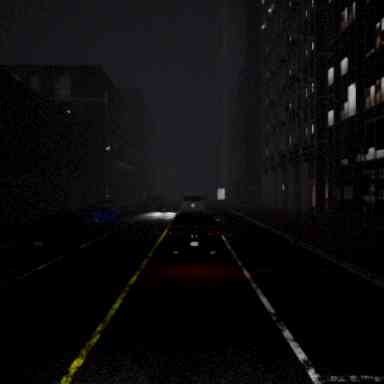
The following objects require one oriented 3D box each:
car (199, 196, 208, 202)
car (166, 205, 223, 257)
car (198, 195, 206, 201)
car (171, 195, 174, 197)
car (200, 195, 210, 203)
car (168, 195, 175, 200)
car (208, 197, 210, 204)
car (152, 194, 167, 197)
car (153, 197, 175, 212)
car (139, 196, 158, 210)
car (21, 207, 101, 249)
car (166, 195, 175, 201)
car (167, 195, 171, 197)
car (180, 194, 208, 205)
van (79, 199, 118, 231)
[{"bbox_3d":[2.689,1.548,76.667,2.008,1.369,4.403,0,0,0],"label":"car"},{"bbox_3d":[0.086,1.473,12.913,1.882,1.535,5.008,0,0,0],"label":"car"},{"bbox_3d":[2.690,1.569,87.964,1.947,1.339,4.313,0,0,0],"label":"car"},{"bbox_3d":[-5.691,1.548,76.666,2.008,1.369,4.403,0,0,0],"label":"car"},{"bbox_3d":[2.690,1.435,71.018,1.967,1.590,4.097,0,0,0],"label":"car"},{"bbox_3d":[-5.691,1.532,93.443,1.752,1.417,4.829,0,0,0],"label":"car"},{"bbox_3d":[2.690,1.519,65.540,1.752,1.417,4.829,0,0,0],"label":"car"},{"bbox_3d":[-5.691,1.305,54.072,2.192,1.841,5.009,0,0,0],"label":"car"},{"bbox_3d":[-3.096,1.588,38.889,1.895,1.301,4.718,0,0,0],"label":"car"},{"bbox_3d":[-5.690,1.569,42.775,1.802,1.307,4.206,0,0,0],"label":"car"},{"bbox_3d":[-5.691,1.560,14.532,1.947,1.339,4.313,0,0,0],"label":"car"},{"bbox_3d":[-5.691,1.569,87.964,1.947,1.339,4.313,0,0,0],"label":"car"},{"bbox_3d":[-5.690,1.433,65.370,1.967,1.590,4.097,0,0,0],"label":"car"},{"bbox_3d":[0.094,1.210,31.435,2.150,2.045,5.566,0,0,0],"label":"car"},{"bbox_3d":[-5.690,1.333,20.181,1.690,1.788,3.998,0,0,0],"label":"van"}]
